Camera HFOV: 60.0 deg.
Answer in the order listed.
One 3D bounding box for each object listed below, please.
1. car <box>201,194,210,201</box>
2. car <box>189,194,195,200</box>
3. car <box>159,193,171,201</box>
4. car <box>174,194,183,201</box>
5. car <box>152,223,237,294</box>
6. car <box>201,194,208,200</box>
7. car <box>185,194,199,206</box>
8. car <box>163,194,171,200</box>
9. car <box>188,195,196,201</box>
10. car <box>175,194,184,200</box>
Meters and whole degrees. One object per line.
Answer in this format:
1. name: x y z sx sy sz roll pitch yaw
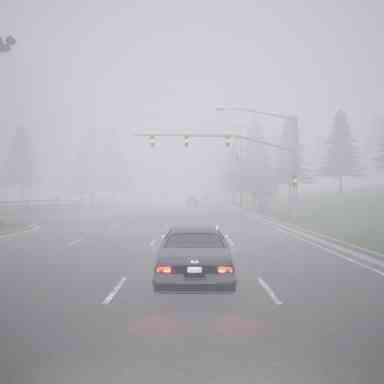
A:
1. car: 3.491 1.492 83.611 1.837 1.490 4.892 0 0 0
2. car: -0.010 1.310 94.031 1.882 1.535 5.008 0 0 0
3. car: -7.009 1.217 83.640 2.150 2.045 5.566 0 0 0
4. car: -3.509 1.517 84.027 1.812 1.442 4.674 0 0 0
5. car: 0.065 1.547 8.929 2.033 1.411 5.357 0 0 0
6. car: 3.490 1.310 94.031 1.882 1.535 5.008 0 0 0
7. car: -0.008 1.352 52.968 2.097 1.767 4.553 0 0 0
8. car: -7.010 1.385 94.030 1.994 1.385 4.181 0 0 0
9. car: -0.009 1.531 83.611 2.033 1.411 5.357 0 0 0
10. car: -3.510 1.358 94.030 2.128 1.511 4.902 0 0 0
